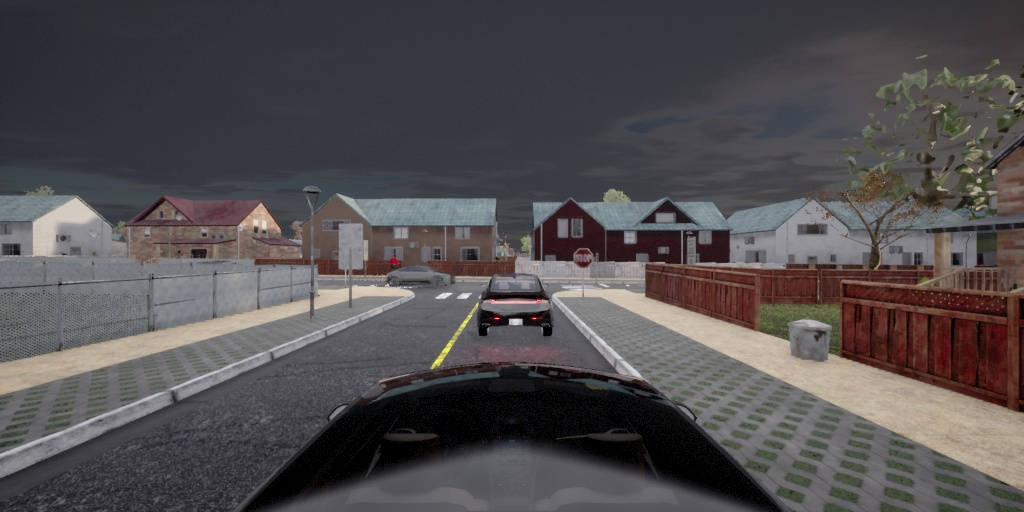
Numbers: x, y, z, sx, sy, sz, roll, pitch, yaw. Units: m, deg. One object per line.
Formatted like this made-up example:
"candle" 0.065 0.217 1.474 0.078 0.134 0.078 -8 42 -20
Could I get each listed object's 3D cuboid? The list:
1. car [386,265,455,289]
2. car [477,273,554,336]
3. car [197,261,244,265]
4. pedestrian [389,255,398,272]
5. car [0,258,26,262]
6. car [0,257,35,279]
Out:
"car" -5.699 1.272 22.607 4.181 1.385 1.994 1 0 1
"car" 0.077 1.241 10.321 2.128 1.511 4.902 0 0 0
"car" -18.204 1.083 22.853 4.892 1.490 1.837 1 0 1
"pedestrian" -9.430 0.803 28.542 0.375 1.860 0.375 0 0 1
"car" -32.634 0.980 23.134 5.357 1.411 2.033 1 0 1
"car" -38.603 0.842 26.208 5.008 1.535 1.882 1 0 1
